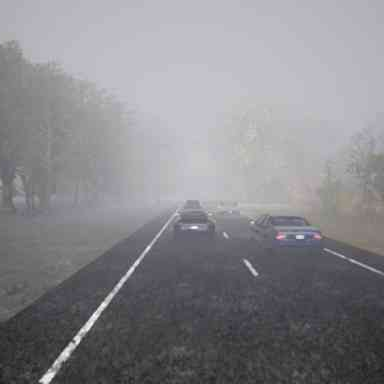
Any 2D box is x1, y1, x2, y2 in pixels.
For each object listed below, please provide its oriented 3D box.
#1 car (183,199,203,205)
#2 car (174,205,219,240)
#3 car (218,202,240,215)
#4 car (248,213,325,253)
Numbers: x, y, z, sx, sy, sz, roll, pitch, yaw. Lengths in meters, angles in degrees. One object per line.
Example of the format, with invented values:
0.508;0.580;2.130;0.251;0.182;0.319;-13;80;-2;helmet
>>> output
0.106;1.514;34.638;1.837;1.490;4.892;0;0;0;car
0.102;1.569;16.986;1.994;1.385;4.181;0;0;0;car
3.607;1.610;33.418;1.895;1.301;4.718;0;0;0;car
3.604;1.551;13.610;2.033;1.411;5.357;0;0;0;car
